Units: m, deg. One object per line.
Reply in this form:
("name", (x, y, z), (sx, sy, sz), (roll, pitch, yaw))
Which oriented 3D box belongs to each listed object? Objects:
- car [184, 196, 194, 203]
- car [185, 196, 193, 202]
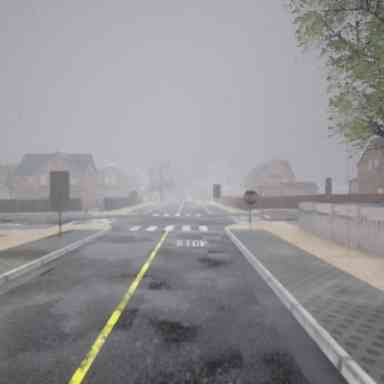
("car", (-0.580, 1.673, 70.349), (1.812, 1.442, 4.674), (0, 0, -1))
("car", (-0.746, 1.625, 80.375), (1.994, 1.385, 4.181), (0, 0, -2))
